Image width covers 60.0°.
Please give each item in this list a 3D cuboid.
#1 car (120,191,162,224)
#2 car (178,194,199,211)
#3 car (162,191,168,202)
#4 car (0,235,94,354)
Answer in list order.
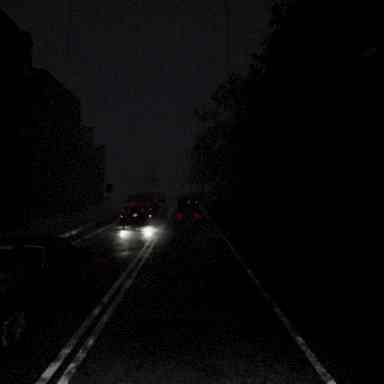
[{"bbox_3d":[-3.599,1.007,23.569,2.150,2.045,5.566,0,2,-1],"label":"car"},{"bbox_3d":[-0.383,0.982,33.946,2.097,1.767,4.553,0,1,-1],"label":"car"},{"bbox_3d":[-3.843,0.653,38.808,1.837,1.490,4.892,0,1,-1],"label":"car"},{"bbox_3d":[-3.385,1.569,6.178,1.895,1.301,4.718,0,0,0],"label":"car"}]
